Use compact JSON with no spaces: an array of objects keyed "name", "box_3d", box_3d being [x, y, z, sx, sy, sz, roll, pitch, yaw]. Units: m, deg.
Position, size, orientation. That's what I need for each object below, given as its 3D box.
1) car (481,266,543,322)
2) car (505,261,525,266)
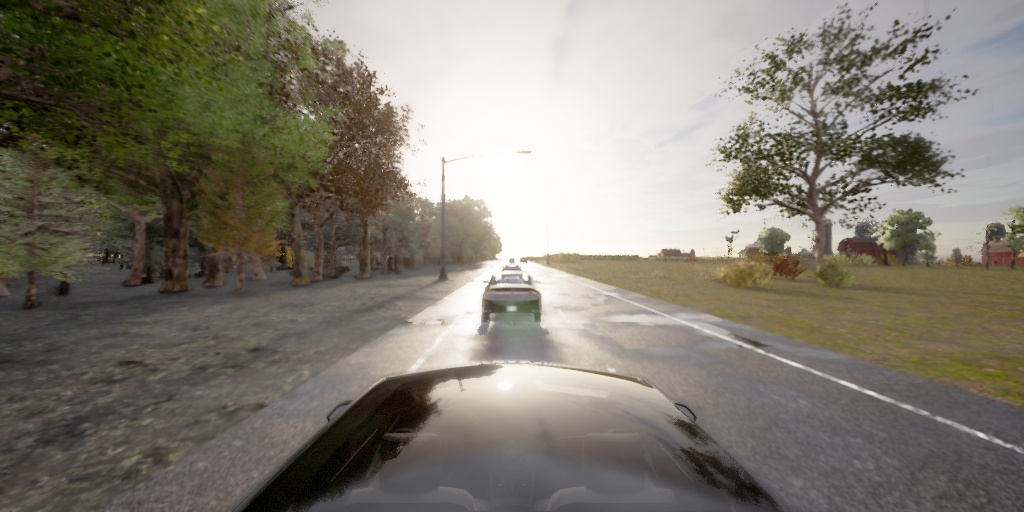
[{"name":"car","box_3d":[-0.001,1.279,12.487,2.128,1.511,4.902,0,0,0]},{"name":"car","box_3d":[0.002,1.396,33.954,1.994,1.385,4.181,0,0,0]}]
